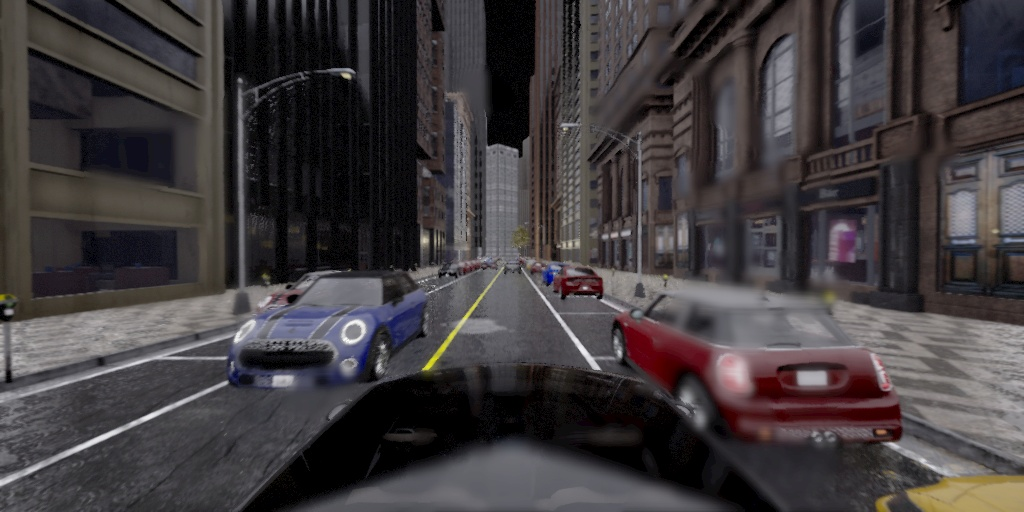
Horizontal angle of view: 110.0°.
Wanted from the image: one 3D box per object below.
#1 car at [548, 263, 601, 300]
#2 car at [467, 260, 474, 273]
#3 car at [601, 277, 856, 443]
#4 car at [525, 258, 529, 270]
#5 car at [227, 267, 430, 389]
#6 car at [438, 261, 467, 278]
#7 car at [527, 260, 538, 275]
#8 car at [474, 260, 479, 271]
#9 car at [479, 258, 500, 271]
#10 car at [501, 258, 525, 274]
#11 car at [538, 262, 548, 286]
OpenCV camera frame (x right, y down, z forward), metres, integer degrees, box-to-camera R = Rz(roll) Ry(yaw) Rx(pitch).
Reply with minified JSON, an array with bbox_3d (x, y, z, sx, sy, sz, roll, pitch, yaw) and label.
[{"bbox_3d":[3.143,1.223,17.869,1.882,1.535,5.008,0,0,0],"label":"car"},{"bbox_3d":[-5.660,1.283,39.074,1.888,1.381,4.507,0,0,0],"label":"car"},{"bbox_3d":[2.858,1.189,5.331,1.967,1.591,4.097,0,0,0],"label":"car"},{"bbox_3d":[2.868,1.253,50.498,1.751,1.417,4.829,0,0,0],"label":"car"},{"bbox_3d":[-3.099,1.101,7.111,2.097,1.767,4.553,0,0,0],"label":"car"},{"bbox_3d":[-5.661,1.307,33.449,1.948,1.339,4.313,0,0,0],"label":"car"},{"bbox_3d":[2.866,1.319,39.078,1.802,1.307,4.207,0,0,0],"label":"car"},{"bbox_3d":[-5.659,1.278,44.699,1.888,1.381,4.507,0,0,0],"label":"car"},{"bbox_3d":[-3.056,1.293,49.892,1.994,1.385,4.181,0,0,0],"label":"car"},{"bbox_3d":[0.081,1.224,40.789,2.128,1.511,4.902,0,0,0],"label":"car"},{"bbox_3d":[3.145,1.221,24.870,1.882,1.535,5.008,0,0,0],"label":"car"}]
